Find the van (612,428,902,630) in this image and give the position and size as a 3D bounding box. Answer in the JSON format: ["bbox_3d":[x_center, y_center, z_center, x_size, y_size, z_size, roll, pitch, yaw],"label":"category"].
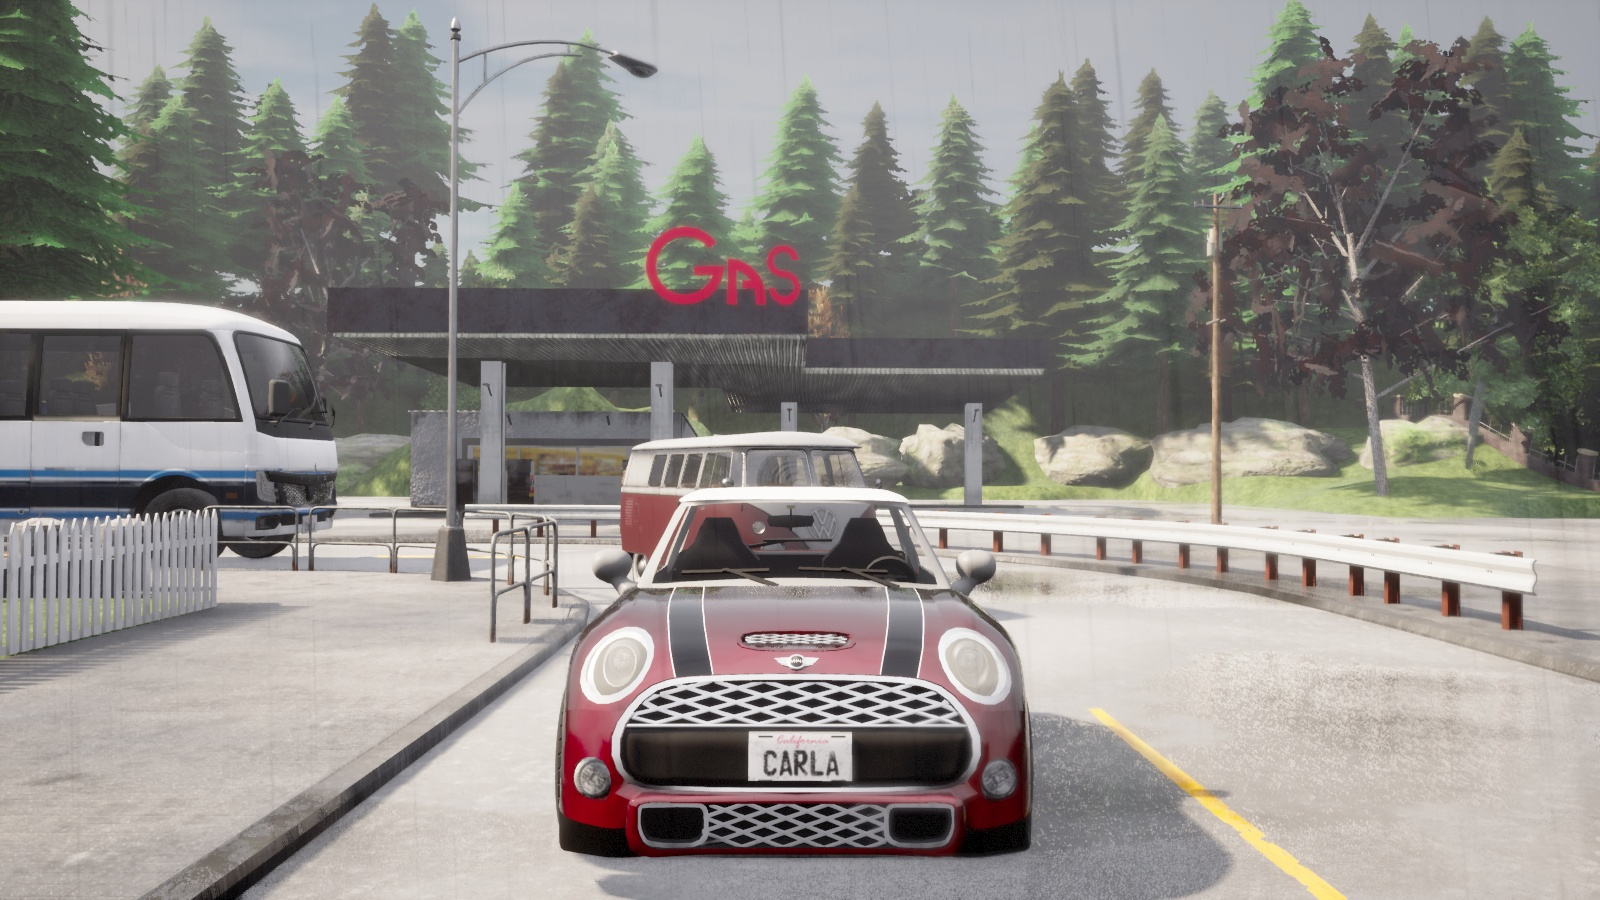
[{"bbox_3d":[-0.697,0.818,14.748,1.775,1.987,4.442,0,-1,-25],"label":"van"}]

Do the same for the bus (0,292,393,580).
[{"bbox_3d":[-12.446,-0.167,20.585,10.273,4.253,3.944,0,-1,0],"label":"bus"}]

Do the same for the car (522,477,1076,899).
[{"bbox_3d":[-0.025,0.887,6.378,1.970,1.475,3.806,0,-1,-1],"label":"car"}]
